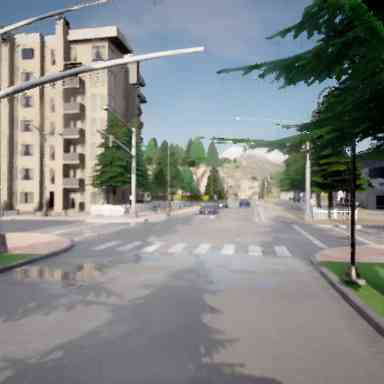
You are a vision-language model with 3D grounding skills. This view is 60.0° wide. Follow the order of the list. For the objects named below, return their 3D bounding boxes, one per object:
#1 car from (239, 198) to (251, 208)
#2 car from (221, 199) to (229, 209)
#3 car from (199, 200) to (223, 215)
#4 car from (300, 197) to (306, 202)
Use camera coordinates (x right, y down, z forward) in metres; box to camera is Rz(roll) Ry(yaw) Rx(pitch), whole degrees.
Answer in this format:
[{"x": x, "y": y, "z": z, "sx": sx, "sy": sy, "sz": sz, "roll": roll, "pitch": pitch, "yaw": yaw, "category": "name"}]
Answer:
[{"x": 9.624, "y": 1.913, "z": 60.572, "sx": 2.097, "sy": 1.767, "sz": 4.553, "roll": 0, "pitch": 0, "yaw": 10, "category": "car"}, {"x": 4.947, "y": 1.986, "z": 54.766, "sx": 2.128, "sy": 1.511, "sz": 4.902, "roll": 0, "pitch": -1, "yaw": 11, "category": "car"}, {"x": 2.075, "y": 1.906, "z": 39.338, "sx": 2.033, "sy": 1.411, "sz": 5.357, "roll": 0, "pitch": 0, "yaw": 11, "category": "car"}, {"x": 28.697, "y": 2.229, "z": 87.152, "sx": 1.845, "sy": 1.501, "sz": 3.633, "roll": 0, "pitch": 0, "yaw": 11, "category": "car"}]
